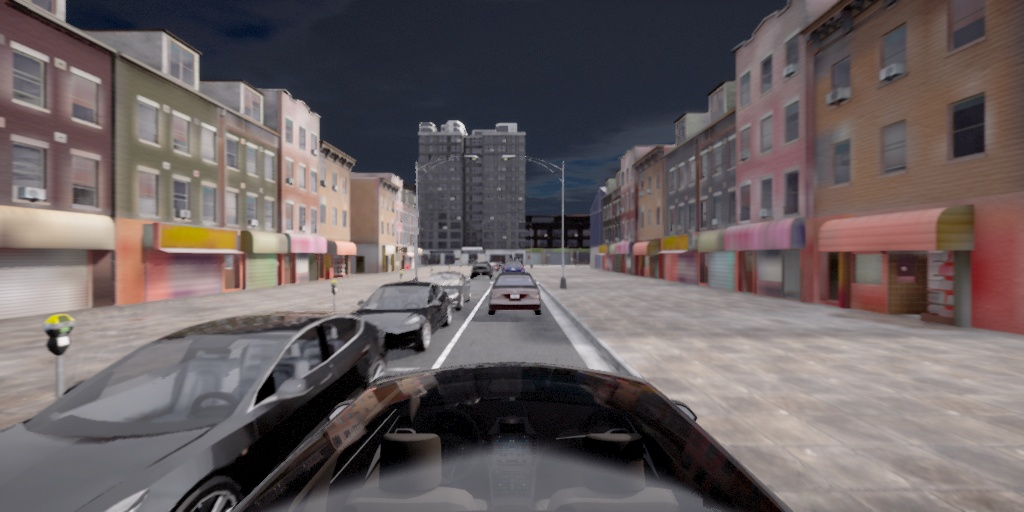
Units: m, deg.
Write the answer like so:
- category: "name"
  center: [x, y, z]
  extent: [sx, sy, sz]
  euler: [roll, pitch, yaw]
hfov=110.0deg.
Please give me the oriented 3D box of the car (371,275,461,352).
- category: "car"
  center: [-2.636, 1.331, 8.974]
  extent: [1.948, 1.339, 4.313]
  euler: [0, 0, 0]

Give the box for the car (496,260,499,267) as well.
- category: "car"
  center: [-2.628, 1.428, 47.139]
  extent: [1.802, 1.307, 4.207]
  euler: [0, 0, 0]

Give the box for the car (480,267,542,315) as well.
- category: "car"
  center: [0.099, 1.323, 13.774]
  extent: [2.033, 1.411, 5.357]
  euler: [0, 0, 0]

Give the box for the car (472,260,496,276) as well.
- category: "car"
  center: [-2.743, 1.324, 33.778]
  extent: [1.837, 1.490, 4.892]
  euler: [0, 0, 0]

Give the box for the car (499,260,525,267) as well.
- category: "car"
  center: [0.104, 1.169, 33.376]
  extent: [2.097, 1.767, 4.553]
  euler: [0, 0, 0]

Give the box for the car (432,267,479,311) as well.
- category: "car"
  center: [-2.634, 1.327, 14.426]
  extent: [2.007, 1.370, 4.403]
  euler: [0, 0, 0]

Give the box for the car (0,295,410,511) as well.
- category: "car"
  center: [-2.637, 1.319, 3.522]
  extent: [1.948, 1.339, 4.313]
  euler: [0, 0, 0]
